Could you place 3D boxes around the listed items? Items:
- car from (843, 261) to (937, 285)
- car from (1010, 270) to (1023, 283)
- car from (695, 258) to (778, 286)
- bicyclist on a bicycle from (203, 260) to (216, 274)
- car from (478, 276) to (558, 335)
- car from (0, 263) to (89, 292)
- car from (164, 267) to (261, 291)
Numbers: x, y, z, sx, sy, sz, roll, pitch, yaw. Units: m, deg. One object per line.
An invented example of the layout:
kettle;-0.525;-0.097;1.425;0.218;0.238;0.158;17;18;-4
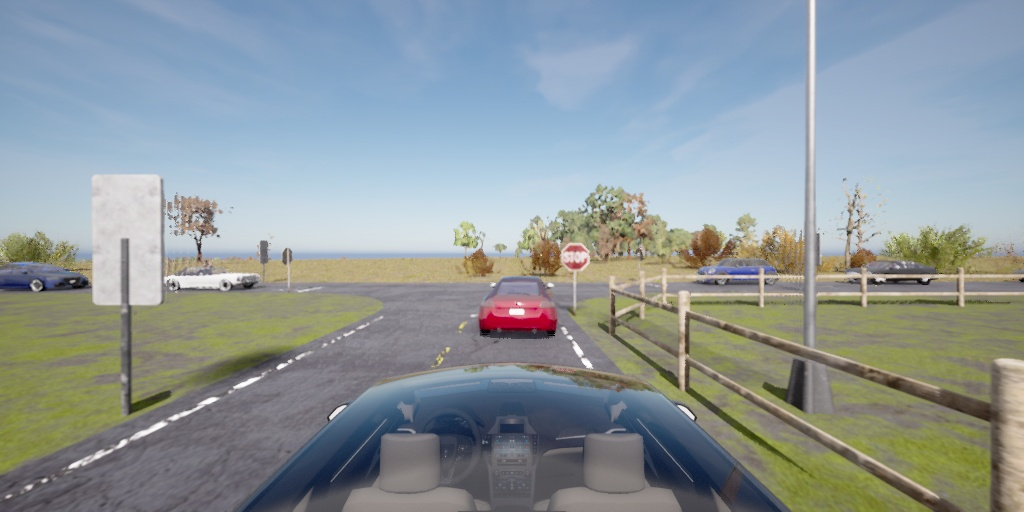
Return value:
car;24.297;1.056;23.146;4.902;1.511;2.128;0;0;0
car;35.779;1.098;23.050;5.357;1.411;2.033;0;0;0
car;14.392;0.937;23.223;4.553;1.767;2.097;0;0;0
bicyclist on a bicycle;-22.513;1.117;26.535;0.582;1.620;1.656;0;1;0
car;0.274;1.263;10.385;1.994;1.385;4.181;0;0;5
car;-27.226;1.277;20.599;4.181;1.385;1.994;0;0;0
car;-17.212;1.285;20.521;4.718;1.301;1.895;0;0;0
